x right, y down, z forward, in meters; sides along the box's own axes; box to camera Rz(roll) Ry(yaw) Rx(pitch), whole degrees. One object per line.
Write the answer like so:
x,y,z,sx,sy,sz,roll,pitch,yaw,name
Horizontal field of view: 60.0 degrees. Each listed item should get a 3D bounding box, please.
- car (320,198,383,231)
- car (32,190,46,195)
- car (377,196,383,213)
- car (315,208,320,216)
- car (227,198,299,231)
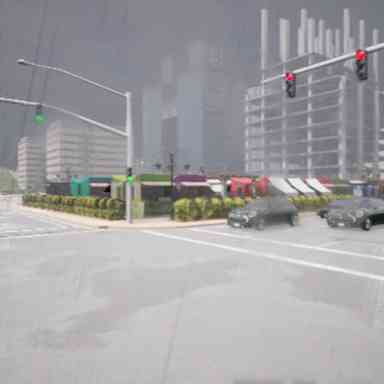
9.673,1.140,19.115,4.553,1.767,2.097,-1,1,-39,car
-31.355,0.485,71.277,3.866,1.878,1.905,-1,1,-39,car
19.729,1.120,31.746,5.008,1.535,1.882,0,1,-39,car
11.482,1.271,25.083,5.357,1.411,2.033,-1,1,-39,car
4.119,1.149,19.128,4.553,1.767,2.097,-1,1,-39,car
